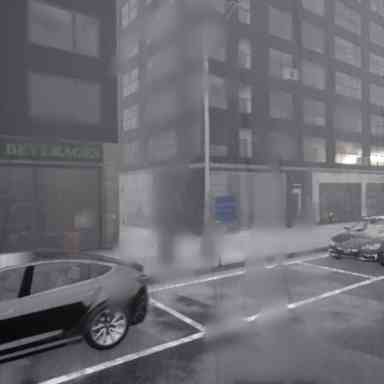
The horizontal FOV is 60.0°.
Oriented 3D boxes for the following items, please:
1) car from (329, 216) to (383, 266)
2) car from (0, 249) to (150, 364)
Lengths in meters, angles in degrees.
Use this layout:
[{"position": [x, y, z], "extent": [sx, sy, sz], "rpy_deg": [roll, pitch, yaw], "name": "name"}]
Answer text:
[{"position": [6.331, 1.501, 11.060], "extent": [4.403, 1.369, 2.008], "rpy_deg": [0, 0, -36], "name": "car"}, {"position": [-2.673, 1.564, 4.635], "extent": [4.313, 1.339, 1.947], "rpy_deg": [0, 0, -36], "name": "car"}]
